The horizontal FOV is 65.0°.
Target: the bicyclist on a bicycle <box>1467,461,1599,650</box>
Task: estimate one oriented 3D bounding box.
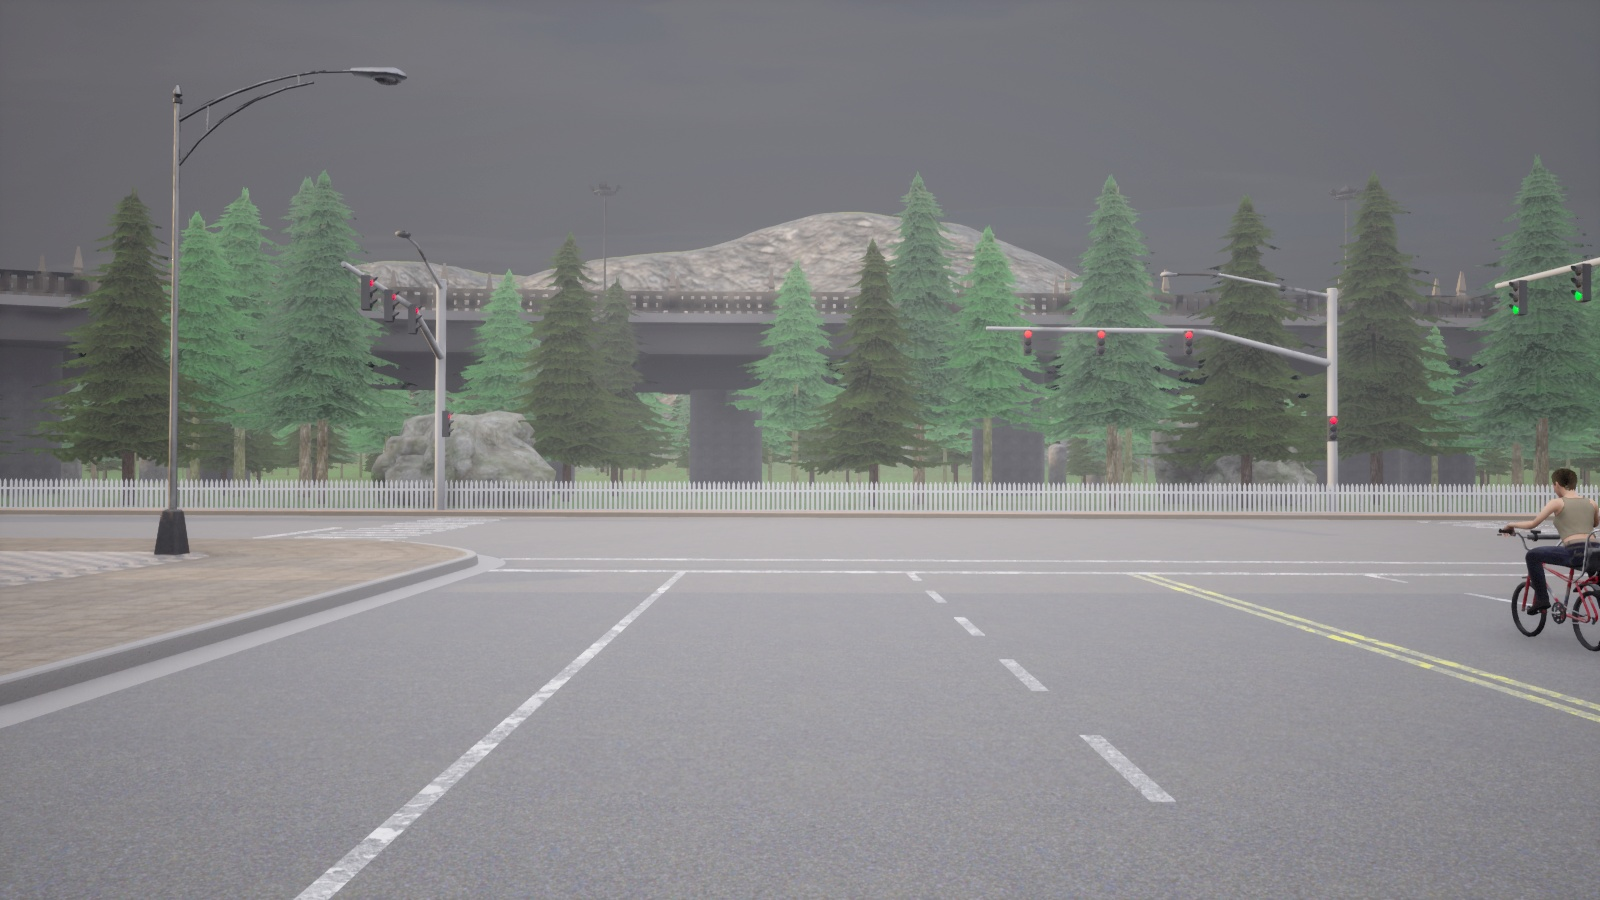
[{"bbox_3d":[6.975,0.916,11.527,0.866,1.612,1.509,0,-1,0],"label":"bicyclist on a bicycle"}]
